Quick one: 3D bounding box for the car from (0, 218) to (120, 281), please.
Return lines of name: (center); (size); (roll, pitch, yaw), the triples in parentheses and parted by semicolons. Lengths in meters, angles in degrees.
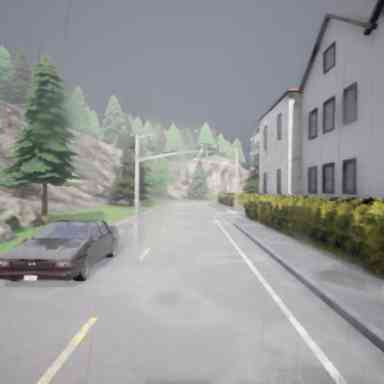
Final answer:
car: (-3.533, 1.511, 9.994); (2.033, 1.411, 5.357); (0, 0, 1)
